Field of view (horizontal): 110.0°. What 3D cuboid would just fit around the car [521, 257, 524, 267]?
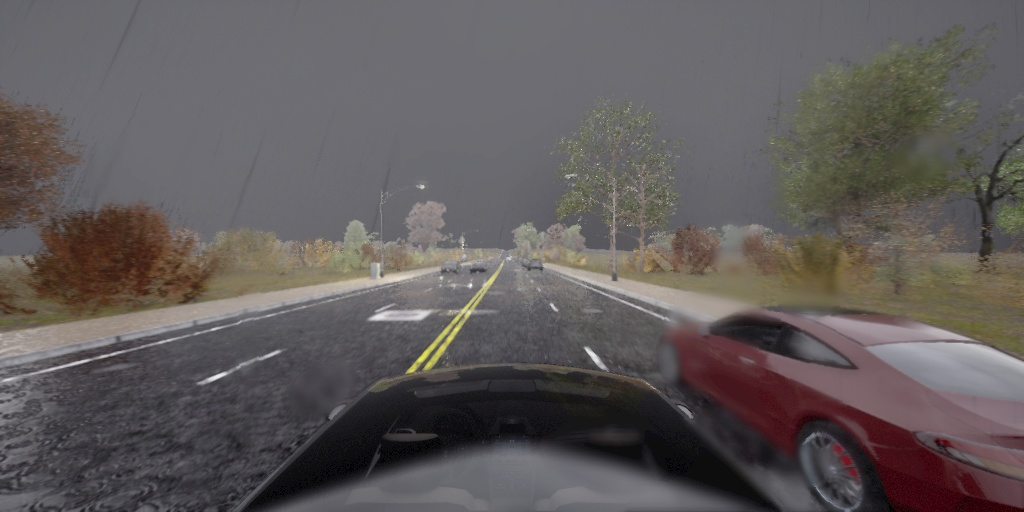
[{"bbox_3d":[2.954,1.267,59.331,1.994,1.385,4.181,0,0,-1],"label":"car"}]

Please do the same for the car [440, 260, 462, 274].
[{"bbox_3d":[-6.688,1.238,39.879,1.837,1.490,4.892,0,0,0],"label":"car"}]

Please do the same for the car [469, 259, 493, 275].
[{"bbox_3d":[-3.437,1.333,38.387,1.895,1.301,4.718,0,0,0],"label":"car"}]

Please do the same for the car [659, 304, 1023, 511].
[{"bbox_3d":[3.349,1.274,4.047,1.812,1.442,4.674,0,0,0],"label":"car"}]

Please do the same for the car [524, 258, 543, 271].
[{"bbox_3d":[3.062,1.149,48.321,2.033,1.649,4.856,0,0,0],"label":"car"}]
